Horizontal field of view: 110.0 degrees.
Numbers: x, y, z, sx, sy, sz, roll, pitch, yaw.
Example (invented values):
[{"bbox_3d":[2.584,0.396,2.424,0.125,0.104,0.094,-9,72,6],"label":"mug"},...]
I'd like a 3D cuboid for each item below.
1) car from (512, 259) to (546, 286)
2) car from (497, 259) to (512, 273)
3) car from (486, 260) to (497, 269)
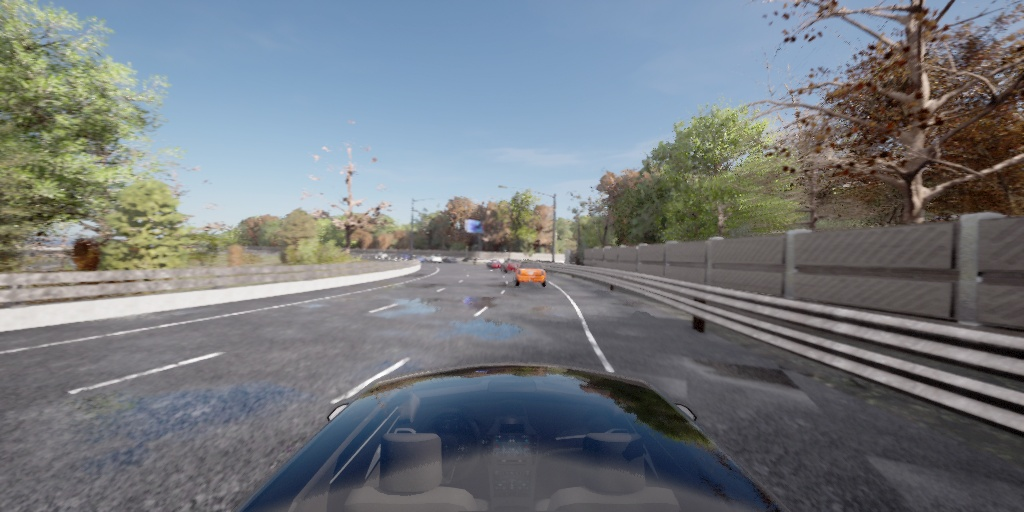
[{"bbox_3d":[1.265,1.186,26.336,2.097,1.767,4.553,2,0,-1],"label":"car"},{"bbox_3d":[-0.226,1.171,44.350,2.097,1.767,4.553,2,0,-10],"label":"car"},{"bbox_3d":[-2.719,1.337,55.393,1.994,1.385,4.181,2,0,-15],"label":"car"}]
